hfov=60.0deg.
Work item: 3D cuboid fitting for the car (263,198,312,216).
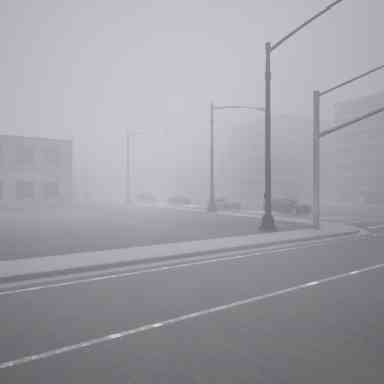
[{"bbox_3d":[9.066,1.345,31.972,1.882,1.535,5.008,0,1,-35],"label":"car"}]

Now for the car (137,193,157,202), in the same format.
[{"bbox_3d":[-7.640,0.866,56.399,2.128,1.511,4.902,0,1,-34],"label":"car"}]

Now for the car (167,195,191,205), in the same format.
[{"bbox_3d":[-1.885,1.120,47.934,1.994,1.385,4.181,0,1,-34],"label":"car"}]

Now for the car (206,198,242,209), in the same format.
[{"bbox_3d":[3.769,1.332,39.667,1.895,1.301,4.718,0,1,-34],"label":"car"}]
